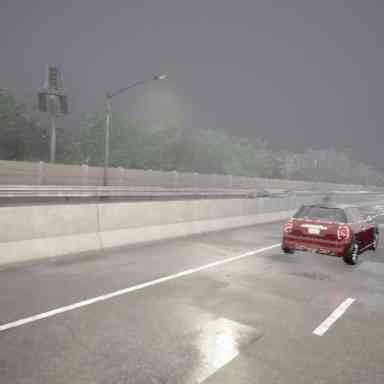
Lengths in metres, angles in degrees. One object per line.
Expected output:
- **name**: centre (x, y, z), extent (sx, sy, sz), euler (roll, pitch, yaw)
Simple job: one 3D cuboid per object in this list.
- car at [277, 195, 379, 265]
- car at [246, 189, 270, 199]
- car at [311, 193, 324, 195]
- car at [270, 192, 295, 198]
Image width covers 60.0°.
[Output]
- **car**: centre (4.867, 1.154, 11.325), extent (2.097, 1.767, 4.553), euler (4, 2, 38)
- **car**: centre (9.196, 0.409, 45.138), extent (1.837, 1.490, 4.892), euler (4, 2, 39)
- **car**: centre (15.998, 0.825, 42.461), extent (1.994, 1.385, 4.181), euler (4, 2, 39)
- **car**: centre (12.338, 0.645, 43.476), extent (1.994, 1.385, 4.181), euler (4, 2, 39)
